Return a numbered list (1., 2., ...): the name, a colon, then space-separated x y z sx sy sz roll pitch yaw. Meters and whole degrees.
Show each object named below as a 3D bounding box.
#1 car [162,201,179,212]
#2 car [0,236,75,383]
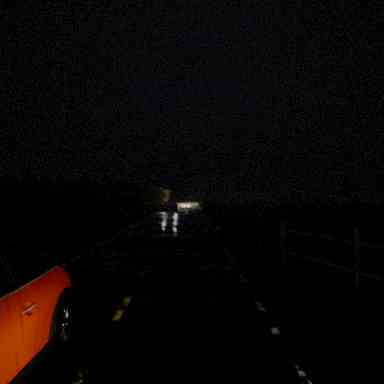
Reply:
1. car: -2.849 1.909 44.369 1.812 1.442 4.674 0 -1 0
2. car: -2.852 1.382 3.244 2.097 1.767 4.553 0 -1 0
